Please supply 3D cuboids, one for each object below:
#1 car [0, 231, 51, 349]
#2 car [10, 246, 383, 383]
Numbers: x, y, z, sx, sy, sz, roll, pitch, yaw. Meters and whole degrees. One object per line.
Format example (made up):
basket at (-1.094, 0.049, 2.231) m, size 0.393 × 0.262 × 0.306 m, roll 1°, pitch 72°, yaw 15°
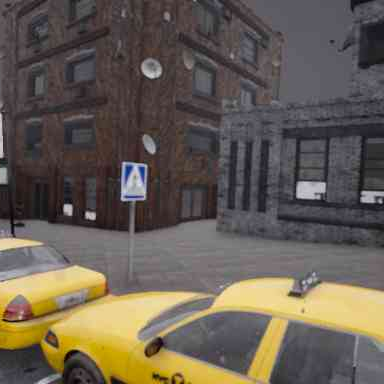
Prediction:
car at (-3.801, 1.511, 6.176) m, size 5.366 × 1.575 × 1.946 m, roll 0°, pitch 0°, yaw 35°
car at (0.735, 1.482, 3.023) m, size 5.366 × 1.575 × 1.946 m, roll 0°, pitch 0°, yaw 35°
